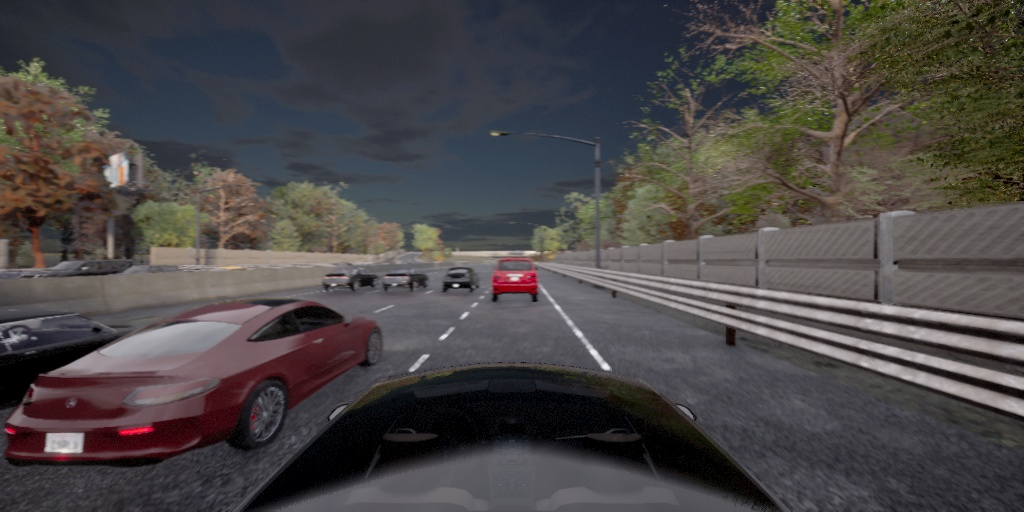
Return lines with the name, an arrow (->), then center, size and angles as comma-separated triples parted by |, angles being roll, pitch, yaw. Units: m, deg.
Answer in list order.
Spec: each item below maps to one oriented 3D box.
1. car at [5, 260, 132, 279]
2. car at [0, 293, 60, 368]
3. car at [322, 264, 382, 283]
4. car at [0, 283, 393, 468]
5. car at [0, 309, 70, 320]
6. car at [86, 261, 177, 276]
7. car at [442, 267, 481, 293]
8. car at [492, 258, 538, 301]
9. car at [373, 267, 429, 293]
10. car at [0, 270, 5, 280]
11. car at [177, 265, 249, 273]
car -> -27.847, 1.254, 23.340 | 2.150, 2.045, 5.566 | 0, 0, 1
car -> -10.467, 1.416, 5.165 | 1.895, 1.301, 4.718 | 0, -1, 1
car -> -10.155, 1.463, 22.912 | 2.128, 1.511, 4.902 | 0, -1, 1
car -> -3.469, 1.317, 5.115 | 1.812, 1.442, 4.674 | 0, -1, 1
car -> -6.968, 1.403, 5.060 | 1.895, 1.301, 4.718 | 0, -1, 1
car -> -24.335, 1.378, 23.799 | 2.097, 1.767, 4.553 | 0, 0, 1
car -> -3.157, 1.452, 22.816 | 1.837, 1.490, 4.892 | 0, -1, 1
car -> 0.166, 1.119, 18.440 | 2.150, 2.045, 5.566 | 0, -1, 1
car -> -6.654, 1.451, 22.845 | 2.128, 1.511, 4.902 | 0, -1, 1
car -> -31.365, 1.583, 22.281 | 2.033, 1.411, 5.357 | 0, -1, 1
car -> -20.797, 1.511, 25.949 | 1.882, 1.535, 5.008 | 0, -1, 1
